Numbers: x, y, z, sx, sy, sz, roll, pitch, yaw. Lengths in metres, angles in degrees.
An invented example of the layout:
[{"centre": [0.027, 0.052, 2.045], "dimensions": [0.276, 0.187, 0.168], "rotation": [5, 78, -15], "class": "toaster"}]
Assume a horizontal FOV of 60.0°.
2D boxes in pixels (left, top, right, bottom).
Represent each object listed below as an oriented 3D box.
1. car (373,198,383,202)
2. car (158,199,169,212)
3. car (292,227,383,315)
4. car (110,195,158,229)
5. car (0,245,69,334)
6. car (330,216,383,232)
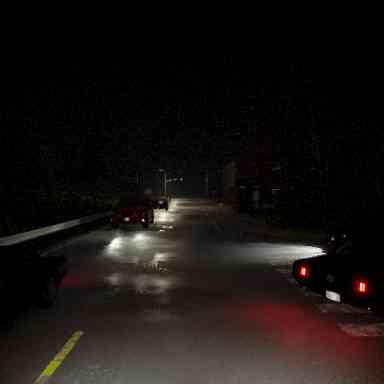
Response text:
[{"centre": [27.130, 1.505, 46.961], "dimensions": [1.816, 1.474, 4.193], "rotation": [0, 0, -1], "class": "car"}, {"centre": [-3.770, 1.471, 39.106], "dimensions": [1.994, 1.385, 4.181], "rotation": [0, 0, 0], "class": "car"}, {"centre": [4.505, 1.601, 7.103], "dimensions": [4.718, 1.301, 1.895], "rotation": [0, 0, -29], "class": "car"}, {"centre": [-3.755, 1.223, 21.871], "dimensions": [2.150, 2.045, 5.566], "rotation": [0, 0, 0], "class": "car"}, {"centre": [-3.649, 1.601, 5.149], "dimensions": [1.895, 1.301, 4.718], "rotation": [0, 0, 0], "class": "car"}, {"centre": [7.209, 1.564, 12.168], "dimensions": [4.181, 1.385, 1.994], "rotation": [0, 0, 5], "class": "car"}]
